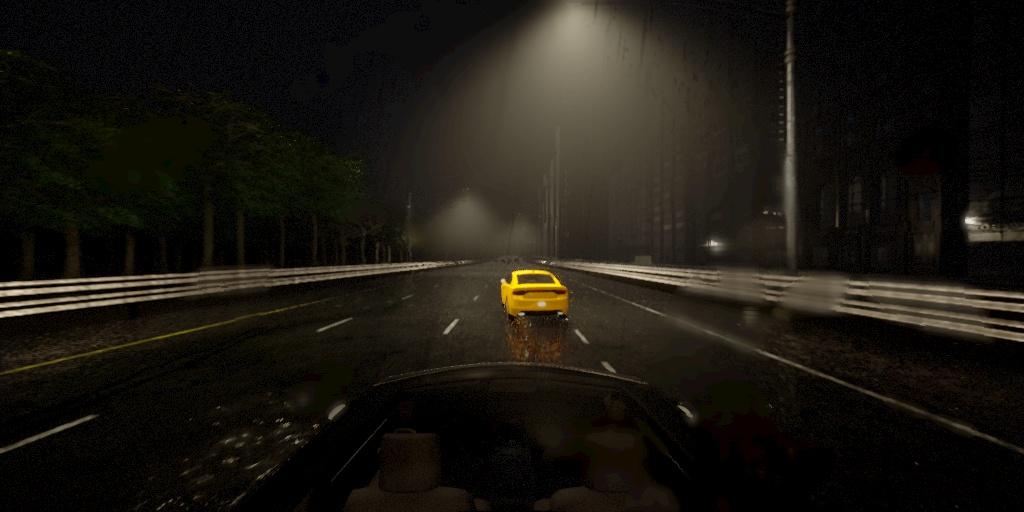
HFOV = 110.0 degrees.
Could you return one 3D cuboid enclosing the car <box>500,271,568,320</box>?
[{"bbox_3d":[0.659,1.260,12.973,1.882,1.535,5.008,0,0,-5],"label":"car"}]
